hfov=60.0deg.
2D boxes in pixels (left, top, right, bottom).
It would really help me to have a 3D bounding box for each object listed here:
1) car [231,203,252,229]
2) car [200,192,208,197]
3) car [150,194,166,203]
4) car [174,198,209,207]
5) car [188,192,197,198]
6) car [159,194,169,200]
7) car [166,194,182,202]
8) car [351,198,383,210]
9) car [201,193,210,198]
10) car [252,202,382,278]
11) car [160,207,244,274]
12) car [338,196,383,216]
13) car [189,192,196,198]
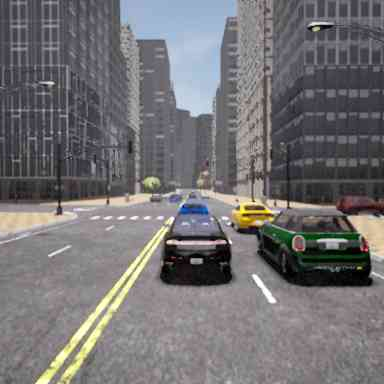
[{"bbox_3d":[3.373,1.357,19.269,1.882,1.535,5.008,0,0,0],"label":"car"},{"bbox_3d":[3.369,0.807,92.711,1.895,1.301,4.718,0,0,0],"label":"car"},{"bbox_3d":[-6.462,1.156,60.423,2.033,1.411,5.357,0,0,1],"label":"car"},{"bbox_3d":[0.128,1.353,19.883,1.882,1.535,5.008,0,0,1],"label":"car"},{"bbox_3d":[0.106,0.800,82.653,2.097,1.767,4.553,0,0,0],"label":"car"},{"bbox_3d":[-6.404,1.098,75.668,1.895,1.301,4.718,0,0,0],"label":"car"},{"bbox_3d":[-3.217,1.133,60.550,1.812,1.442,4.674,0,0,1],"label":"car"},{"bbox_3d":[21.860,1.415,39.739,4.829,1.417,1.752,1,1,1],"label":"car"},{"bbox_3d":[3.357,1.040,82.710,1.895,1.301,4.718,0,0,0],"label":"car"},{"bbox_3d":[3.362,1.290,10.087,2.097,1.767,4.553,0,0,0],"label":"car"},{"bbox_3d":[0.111,1.425,10.326,2.128,1.511,4.902,0,0,0],"label":"car"},{"bbox_3d":[16.241,1.338,31.459,5.009,1.841,2.192,1,1,1],"label":"car"},{"bbox_3d":[0.119,0.737,92.686,2.128,1.511,4.902,0,0,0],"label":"car"}]
